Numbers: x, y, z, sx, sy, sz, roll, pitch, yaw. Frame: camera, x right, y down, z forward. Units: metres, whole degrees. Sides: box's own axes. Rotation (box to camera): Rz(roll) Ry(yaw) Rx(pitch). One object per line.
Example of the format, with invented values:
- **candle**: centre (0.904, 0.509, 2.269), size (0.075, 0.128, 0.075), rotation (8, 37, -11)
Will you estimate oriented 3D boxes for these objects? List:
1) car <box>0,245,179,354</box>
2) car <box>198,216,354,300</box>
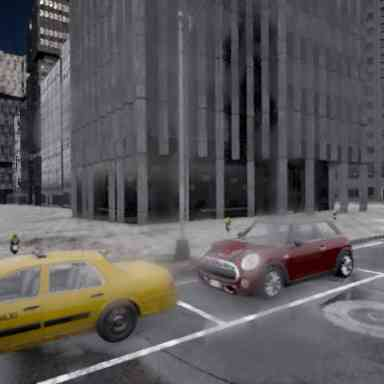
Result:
- **car**: centre (-2.506, 1.518, 4.859), size (4.829, 1.417, 1.752), rotation (-1, 0, -35)
- **car**: centre (2.102, 1.370, 8.139), size (4.097, 1.590, 1.967), rotation (-1, 0, -35)
